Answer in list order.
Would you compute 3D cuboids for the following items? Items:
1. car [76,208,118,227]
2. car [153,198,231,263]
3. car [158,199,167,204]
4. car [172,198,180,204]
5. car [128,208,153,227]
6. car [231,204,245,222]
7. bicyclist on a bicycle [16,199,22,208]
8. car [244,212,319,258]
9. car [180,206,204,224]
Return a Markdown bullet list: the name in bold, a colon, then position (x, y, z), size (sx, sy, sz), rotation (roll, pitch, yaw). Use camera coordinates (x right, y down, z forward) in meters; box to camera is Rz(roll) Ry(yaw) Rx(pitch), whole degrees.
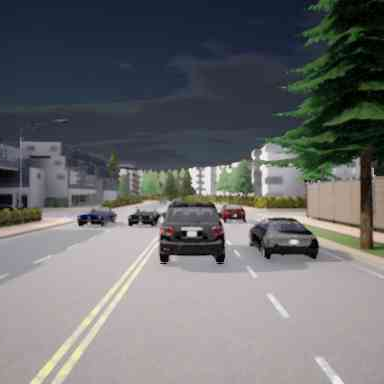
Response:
- **car**: position (-7.012, 1.852, 24.917), size (1.895, 1.301, 4.718), rotation (0, -1, 0)
- **car**: position (0.013, 1.352, 12.579), size (2.150, 2.045, 5.566), rotation (0, 0, 0)
- **car**: position (-7.442, 2.440, 84.387), size (1.895, 1.301, 4.718), rotation (0, -1, -1)
- **car**: position (-3.960, 2.351, 85.035), size (1.837, 1.490, 4.892), rotation (0, -1, -1)
- **car**: position (-3.512, 1.852, 24.914), size (1.895, 1.301, 4.718), rotation (0, -1, 0)
- **car**: position (3.529, 1.772, 29.252), size (1.882, 1.535, 5.008), rotation (0, 0, 0)
- **bicyclist on a bicycle**: position (-25.410, 1.793, 48.793), size (0.582, 1.620, 1.656), rotation (0, 0, 0)
- **car**: position (3.525, 1.701, 13.432), size (1.994, 1.385, 4.181), rotation (0, 0, 1)
- **car**: position (0.020, 1.886, 28.257), size (1.895, 1.301, 4.718), rotation (0, -1, 0)
